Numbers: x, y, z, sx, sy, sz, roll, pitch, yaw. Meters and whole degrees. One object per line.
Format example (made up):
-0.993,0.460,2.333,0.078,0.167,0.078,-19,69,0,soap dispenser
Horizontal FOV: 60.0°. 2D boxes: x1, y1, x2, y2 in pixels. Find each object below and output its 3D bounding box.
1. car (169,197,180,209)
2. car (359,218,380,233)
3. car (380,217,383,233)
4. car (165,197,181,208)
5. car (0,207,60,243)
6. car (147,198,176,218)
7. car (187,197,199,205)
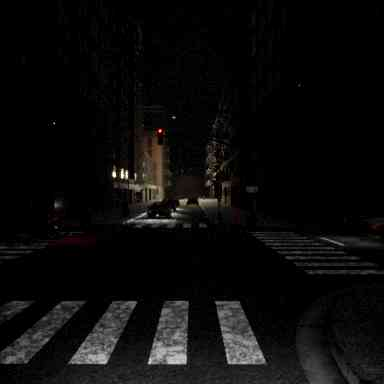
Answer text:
-2.837,1.481,40.029,2.128,1.511,4.902,0,0,0,car
11.636,1.554,17.902,4.829,1.417,1.752,0,0,0,car
11.882,1.496,15.386,5.008,1.535,1.882,0,0,1,car
-2.837,1.474,50.230,2.128,1.511,4.902,0,0,0,car
-8.755,1.477,15.396,5.008,1.535,1.882,0,0,0,car
-2.841,1.541,30.207,2.033,1.411,5.357,0,0,0,car
0.108,1.502,57.124,1.812,1.442,4.674,0,0,0,car
